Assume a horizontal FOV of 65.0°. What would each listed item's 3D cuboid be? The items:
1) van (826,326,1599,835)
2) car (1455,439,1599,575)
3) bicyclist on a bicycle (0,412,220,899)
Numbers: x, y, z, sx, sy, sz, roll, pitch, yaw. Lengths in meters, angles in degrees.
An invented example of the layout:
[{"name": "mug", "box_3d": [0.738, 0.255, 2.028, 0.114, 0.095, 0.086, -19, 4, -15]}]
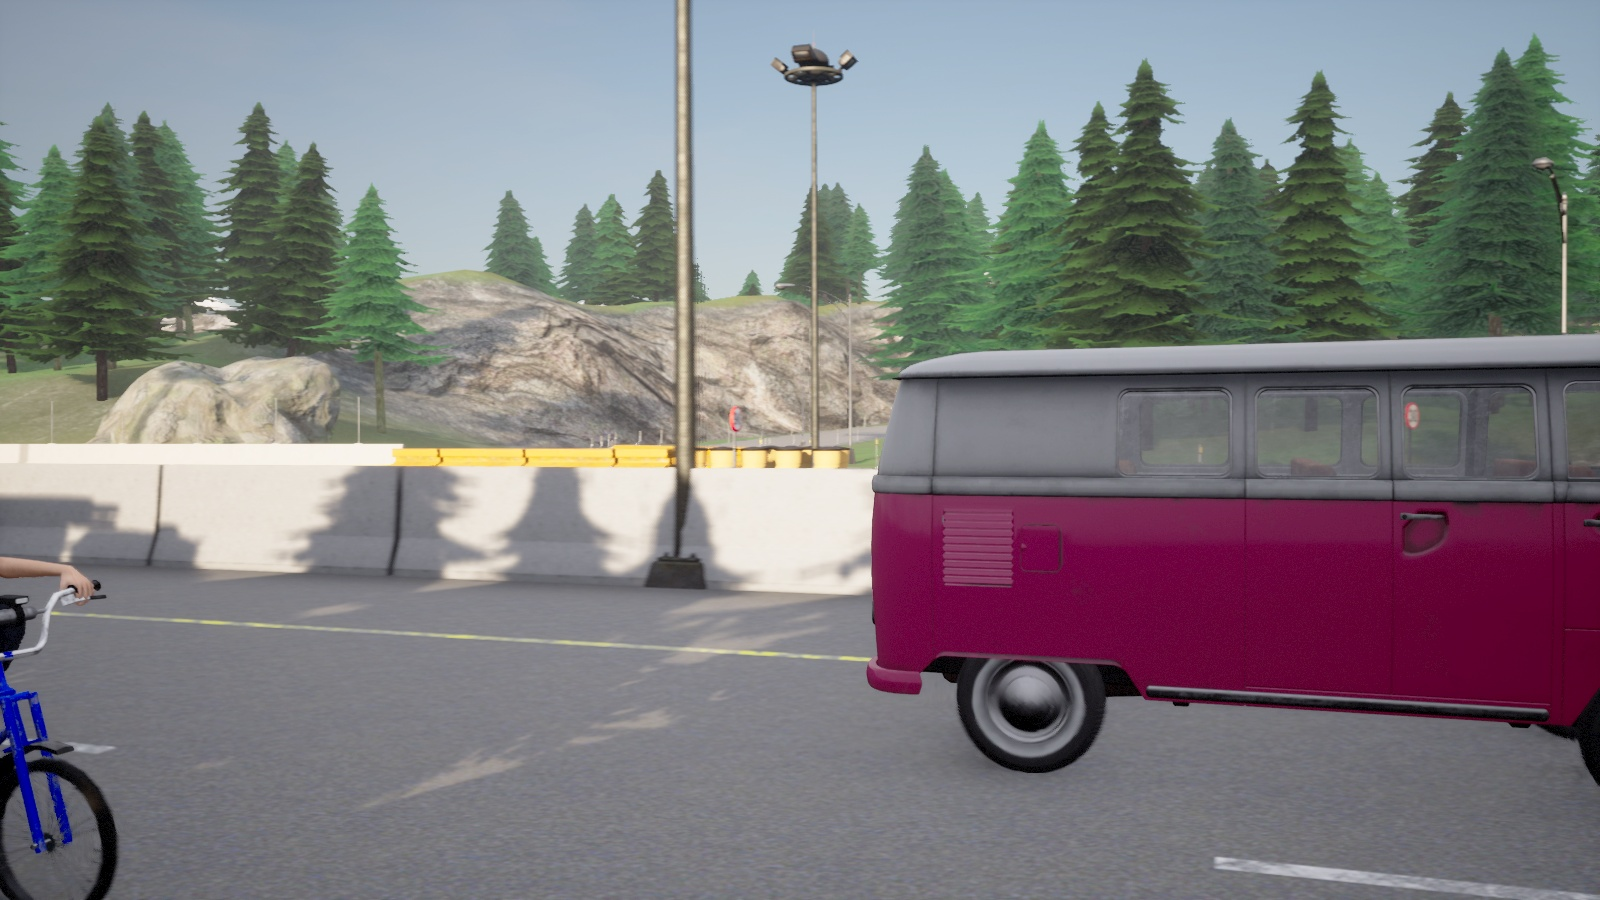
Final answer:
[{"name": "van", "box_3d": [2.513, 0.492, 6.036, 4.442, 1.987, 1.775, 1, 1, 19]}, {"name": "car", "box_3d": [10.412, 0.634, 14.460, 4.792, 1.488, 2.163, 1, 1, 19]}, {"name": "bicyclist on a bicycle", "box_3d": [-2.852, 0.686, 4.157, 1.509, 1.612, 0.866, 1, 1, 19]}]
